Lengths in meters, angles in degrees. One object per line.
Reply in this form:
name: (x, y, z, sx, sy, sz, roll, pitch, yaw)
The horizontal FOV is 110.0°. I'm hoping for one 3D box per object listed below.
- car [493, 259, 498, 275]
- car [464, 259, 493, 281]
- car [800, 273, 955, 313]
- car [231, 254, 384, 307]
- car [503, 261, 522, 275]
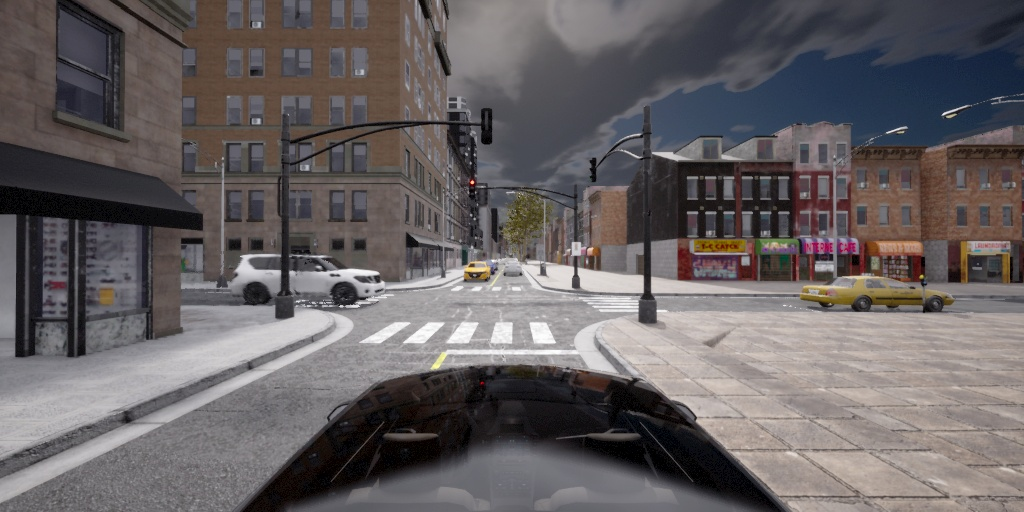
car: (-2.850, 1.208, 39.233, 1.882, 1.535, 5.008, 0, 0, 0)
car: (-2.841, 1.214, 29.829, 1.882, 1.535, 5.008, 0, 0, 0)
car: (13.884, 1.346, 13.735, 4.829, 1.417, 1.751, 0, 0, 0)
car: (-8.222, 0.926, 14.698, 5.566, 2.045, 2.150, 0, 0, -3)
car: (0.096, 1.256, 38.894, 1.812, 1.442, 4.674, 0, 0, 0)
